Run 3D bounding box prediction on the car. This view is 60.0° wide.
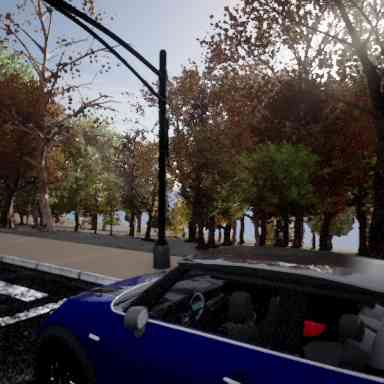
[{"bbox_3d":[0.442,1.354,3.345,4.553,1.767,2.097,0,0,34],"label":"car"}]
